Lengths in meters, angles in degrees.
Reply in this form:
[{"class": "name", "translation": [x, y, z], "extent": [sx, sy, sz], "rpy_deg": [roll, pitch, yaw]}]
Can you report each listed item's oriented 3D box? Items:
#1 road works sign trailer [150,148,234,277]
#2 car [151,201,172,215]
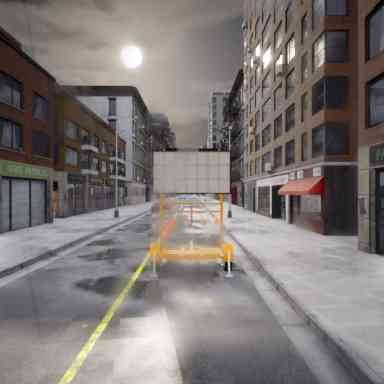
[{"class": "road works sign trailer", "translation": [-0.008, 0.465, 10.225], "extent": [2.380, 3.560, 2.880], "rpy_deg": [0, 0, 0]}, {"class": "car", "translation": [-3.133, 1.616, 34.360], "extent": [1.895, 1.301, 4.718], "rpy_deg": [0, 0, 0]}]
